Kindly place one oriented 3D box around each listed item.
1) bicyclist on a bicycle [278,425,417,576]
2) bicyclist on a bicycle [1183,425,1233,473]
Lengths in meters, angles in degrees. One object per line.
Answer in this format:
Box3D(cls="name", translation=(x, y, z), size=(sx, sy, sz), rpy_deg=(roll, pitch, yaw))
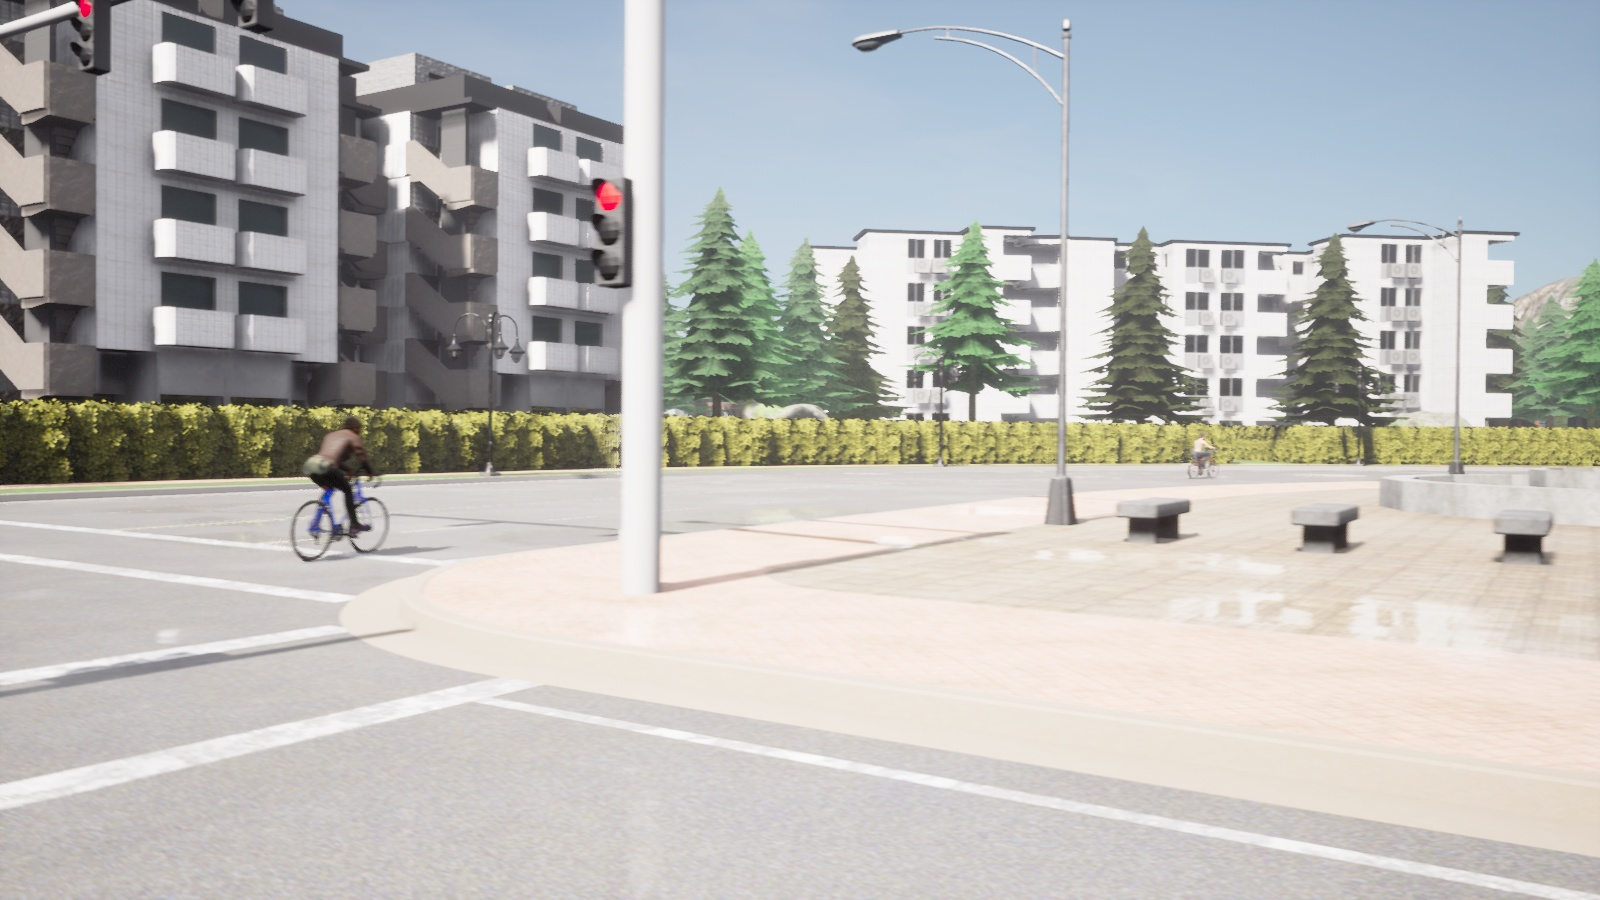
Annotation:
Box3D(cls="bicyclist on a bicycle", translation=(-5.160, 0.534, 14.426), size=(0.582, 1.620, 1.656), rpy_deg=(1, 1, 19))
Box3D(cls="bicyclist on a bicycle", translation=(14.098, -0.053, 43.425), size=(1.509, 1.612, 0.866), rpy_deg=(-1, 1, -30))
